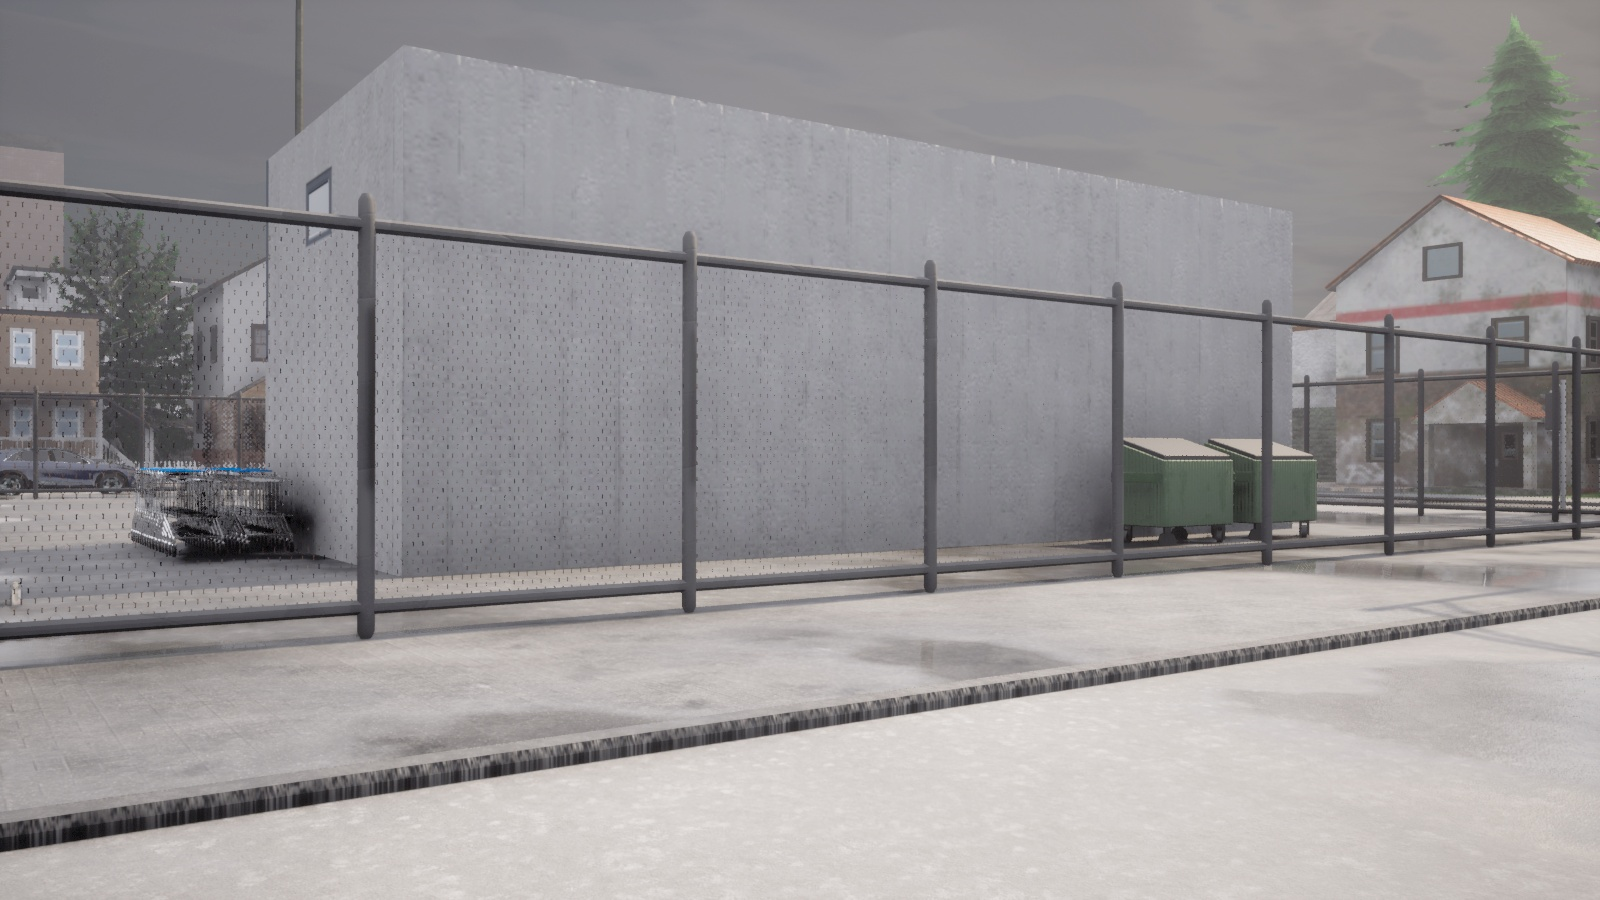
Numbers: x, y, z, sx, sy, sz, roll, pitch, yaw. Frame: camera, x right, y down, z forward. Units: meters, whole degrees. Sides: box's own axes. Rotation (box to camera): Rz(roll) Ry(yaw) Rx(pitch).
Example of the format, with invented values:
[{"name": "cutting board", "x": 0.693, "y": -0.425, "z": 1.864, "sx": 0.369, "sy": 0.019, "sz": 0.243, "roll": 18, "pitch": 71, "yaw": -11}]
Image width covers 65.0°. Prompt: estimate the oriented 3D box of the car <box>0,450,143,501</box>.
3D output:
[{"name": "car", "x": -24.908, "y": 0.831, "z": 42.177, "sx": 4.856, "sy": 1.649, "sz": 2.033, "roll": 0, "pitch": 0, "yaw": -34}]
